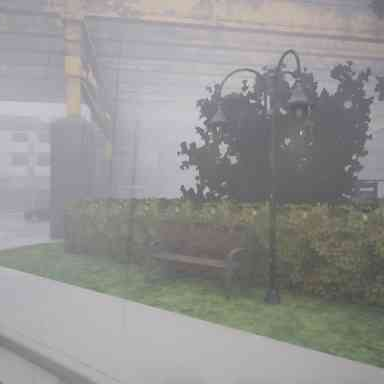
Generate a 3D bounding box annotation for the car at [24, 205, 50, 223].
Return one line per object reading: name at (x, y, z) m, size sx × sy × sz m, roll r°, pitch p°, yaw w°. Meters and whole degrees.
car at (-10.094, 1.478, 25.455) m, size 5.008 × 1.535 × 1.882 m, roll 0°, pitch 0°, yaw -9°
